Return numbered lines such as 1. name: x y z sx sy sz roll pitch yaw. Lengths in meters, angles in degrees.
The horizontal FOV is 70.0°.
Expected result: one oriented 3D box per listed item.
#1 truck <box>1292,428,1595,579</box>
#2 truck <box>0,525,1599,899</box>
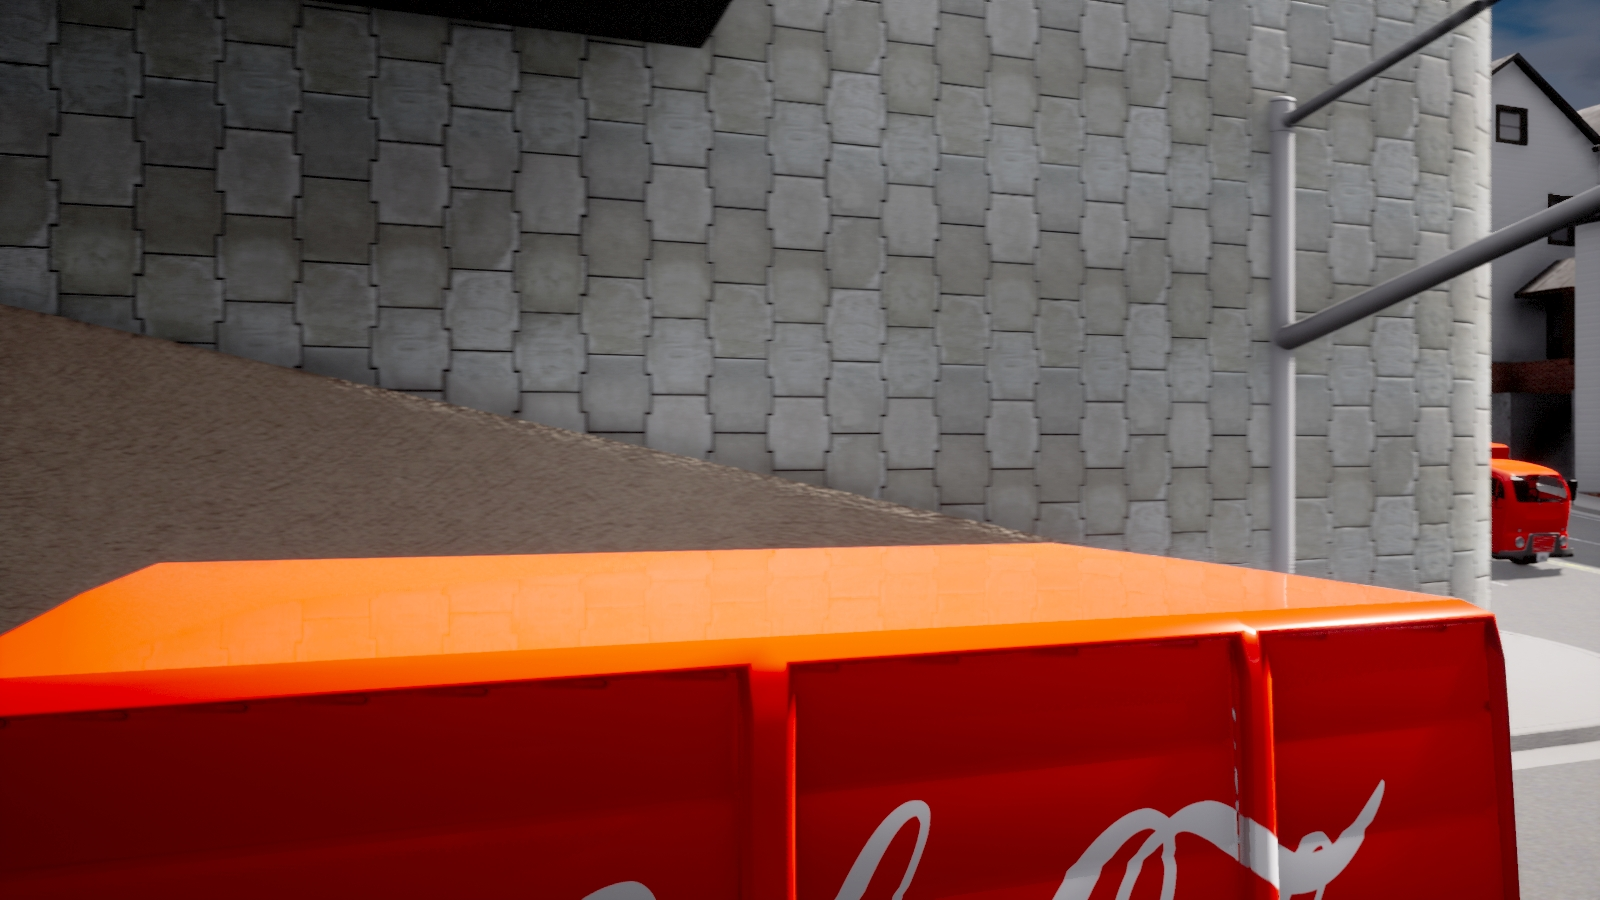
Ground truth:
1. truck: 13.864 1.001 25.116 2.627 2.467 5.204 0 6 -19
2. truck: -1.020 1.568 2.914 5.204 2.467 2.627 0 0 -20
